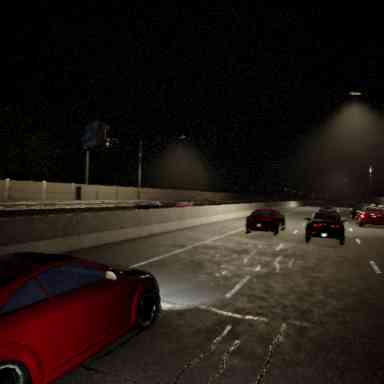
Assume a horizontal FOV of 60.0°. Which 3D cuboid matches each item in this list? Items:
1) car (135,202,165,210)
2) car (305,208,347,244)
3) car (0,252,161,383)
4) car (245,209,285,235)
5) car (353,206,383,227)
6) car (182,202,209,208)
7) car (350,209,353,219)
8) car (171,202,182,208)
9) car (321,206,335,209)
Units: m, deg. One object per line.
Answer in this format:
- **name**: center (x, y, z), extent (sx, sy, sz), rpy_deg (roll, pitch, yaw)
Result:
- **car**: center (-5.391, 1.907, 42.911), extent (1.895, 1.301, 4.718), rpy_deg (1, -1, 23)
- **car**: center (7.248, 1.855, 18.102), extent (1.837, 1.490, 4.892), rpy_deg (1, -1, 23)
- **car**: center (-2.102, 1.558, 4.728), extent (1.994, 1.385, 4.181), rpy_deg (1, -1, 23)
- **car**: center (4.799, 1.802, 21.326), extent (1.882, 1.535, 5.008), rpy_deg (1, -1, 23)
- **car**: center (15.236, 2.008, 28.231), extent (2.097, 1.767, 4.553), rpy_deg (1, -1, 23)
- **car**: center (0.904, 1.954, 39.790), extent (1.812, 1.442, 4.674), rpy_deg (1, -1, 22)
- **car**: center (19.316, 2.348, 38.151), extent (1.882, 1.535, 5.008), rpy_deg (1, 0, 23)
- **car**: center (-1.122, 2.027, 44.061), extent (1.895, 1.301, 4.718), rpy_deg (1, -1, 23)
- **car**: center (13.787, 2.189, 33.825), extent (1.837, 1.490, 4.892), rpy_deg (1, 0, 23)
